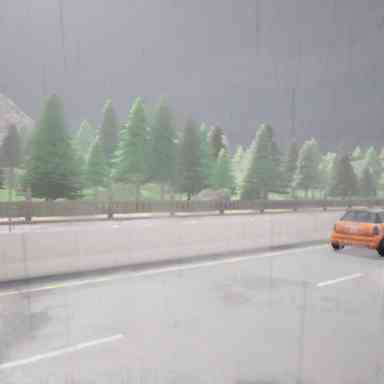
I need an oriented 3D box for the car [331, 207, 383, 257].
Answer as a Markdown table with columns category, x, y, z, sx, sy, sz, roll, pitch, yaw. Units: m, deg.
| category | x | y | z | sx | sy | sz | roll | pitch | yaw |
| --- | --- | --- | --- | --- | --- | --- | --- | --- | --- |
| car | 7.804 | 1.480 | 13.731 | 4.553 | 1.767 | 2.097 | 1 | -1 | -35 |
